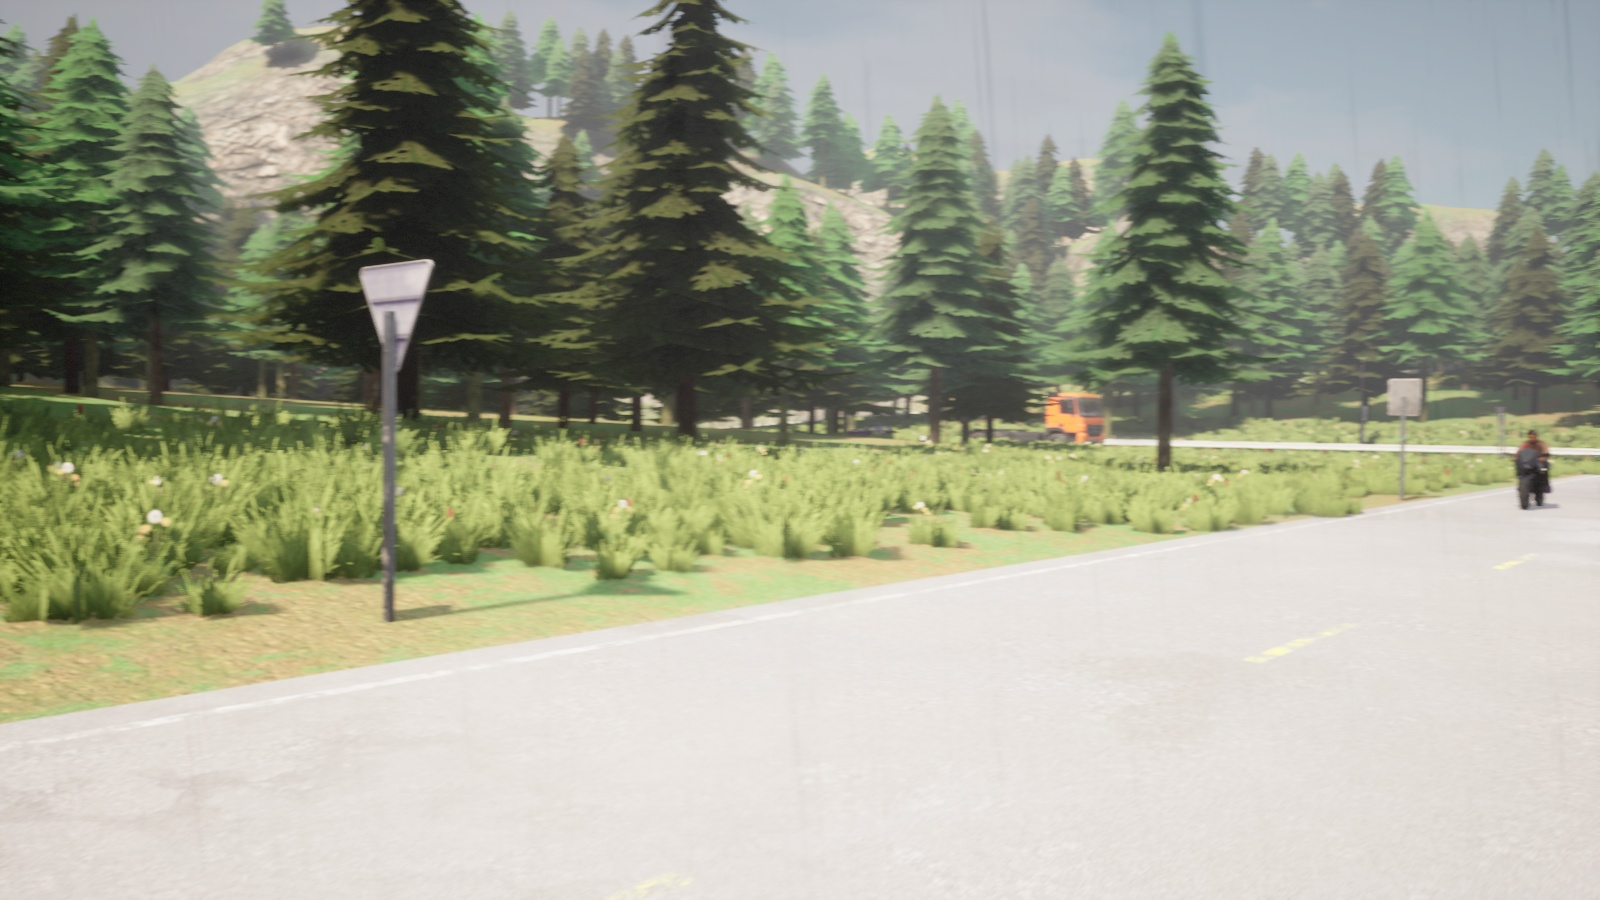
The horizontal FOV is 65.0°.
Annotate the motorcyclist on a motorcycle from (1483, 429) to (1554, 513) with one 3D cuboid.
[{"bbox_3d":[13.720,0.362,23.951,0.797,1.523,2.044,2,2,40],"label":"motorcyclist on a motorcycle"}]

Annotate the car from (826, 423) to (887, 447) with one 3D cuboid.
[{"bbox_3d":[3.759,-0.992,83.292,3.633,1.501,1.845,2,2,40],"label":"car"}]

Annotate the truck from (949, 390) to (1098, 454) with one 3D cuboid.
[{"bbox_3d":[12.620,-1.608,71.403,7.936,3.462,2.891,2,2,40],"label":"truck"}]
